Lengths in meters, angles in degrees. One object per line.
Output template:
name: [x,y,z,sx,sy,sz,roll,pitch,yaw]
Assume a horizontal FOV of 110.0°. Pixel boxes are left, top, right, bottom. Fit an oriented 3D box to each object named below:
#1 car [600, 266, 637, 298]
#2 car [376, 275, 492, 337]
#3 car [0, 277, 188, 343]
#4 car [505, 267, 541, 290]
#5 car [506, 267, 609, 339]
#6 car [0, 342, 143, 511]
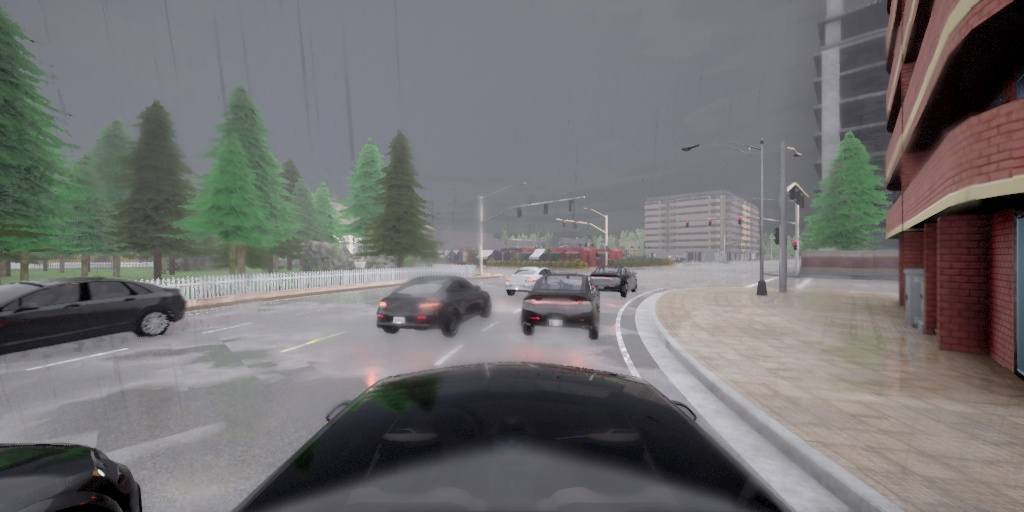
car: [5.320,1.240,18.788,2.128,1.511,4.902,0,0,28]
car: [-1.999,1.275,10.294,1.812,1.442,4.674,0,0,13]
car: [-9.876,1.254,7.570,1.837,1.490,4.892,0,0,10]
car: [1.243,1.275,18.796,1.812,1.442,4.674,0,0,26]
car: [1.549,1.241,10.167,2.128,1.511,4.902,0,0,14]
car: [-3.170,1.314,0.387,1.994,1.385,4.181,0,0,-2]
